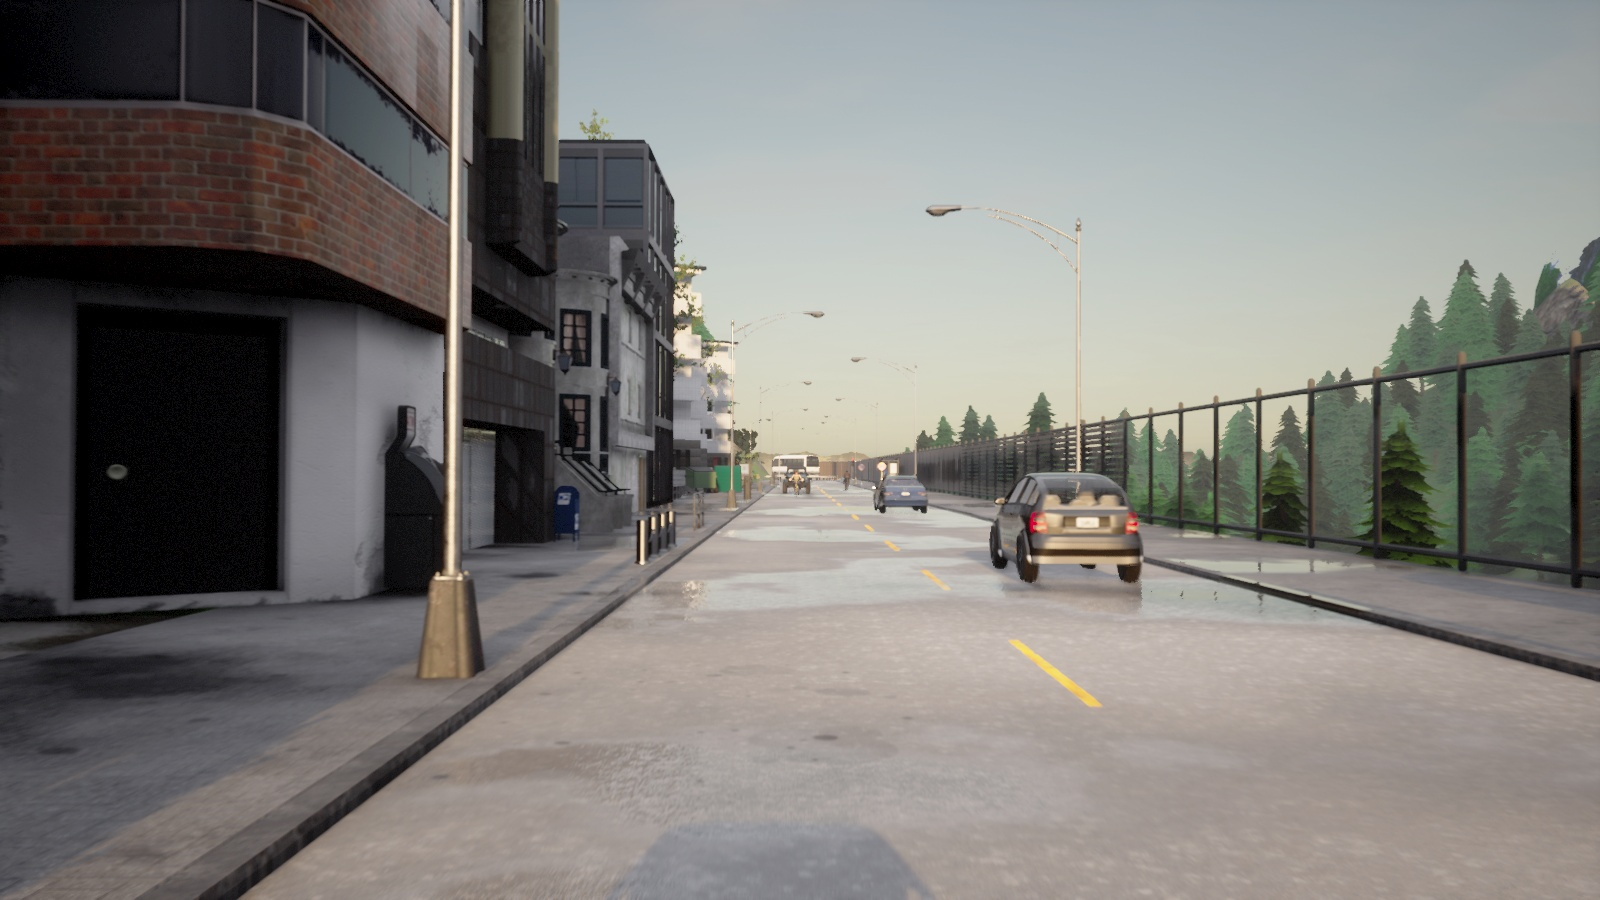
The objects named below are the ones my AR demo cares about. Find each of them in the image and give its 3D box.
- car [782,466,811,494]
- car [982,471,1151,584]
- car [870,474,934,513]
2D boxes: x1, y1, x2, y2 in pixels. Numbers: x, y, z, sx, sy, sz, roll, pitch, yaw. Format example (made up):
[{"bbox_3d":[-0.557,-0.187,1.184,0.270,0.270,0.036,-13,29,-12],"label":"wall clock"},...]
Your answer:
[{"bbox_3d":[-0.221,2.050,85.952,1.905,1.878,3.866,0,-1,0],"label":"car"},{"bbox_3d":[3.949,1.099,19.194,1.789,1.549,3.705,0,-1,0],"label":"car"},{"bbox_3d":[3.873,1.662,48.714,2.033,1.411,5.357,0,-1,0],"label":"car"}]
